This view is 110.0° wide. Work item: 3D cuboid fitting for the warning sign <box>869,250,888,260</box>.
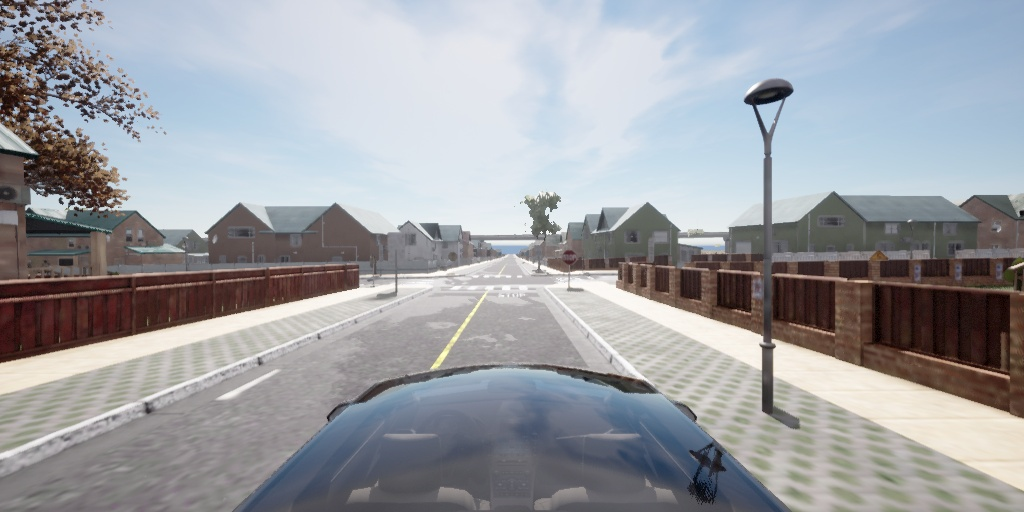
[{"bbox_3d":[25.182,0.501,24.592,1.060,1.860,1.300,0,0,0],"label":"warning sign"}]
